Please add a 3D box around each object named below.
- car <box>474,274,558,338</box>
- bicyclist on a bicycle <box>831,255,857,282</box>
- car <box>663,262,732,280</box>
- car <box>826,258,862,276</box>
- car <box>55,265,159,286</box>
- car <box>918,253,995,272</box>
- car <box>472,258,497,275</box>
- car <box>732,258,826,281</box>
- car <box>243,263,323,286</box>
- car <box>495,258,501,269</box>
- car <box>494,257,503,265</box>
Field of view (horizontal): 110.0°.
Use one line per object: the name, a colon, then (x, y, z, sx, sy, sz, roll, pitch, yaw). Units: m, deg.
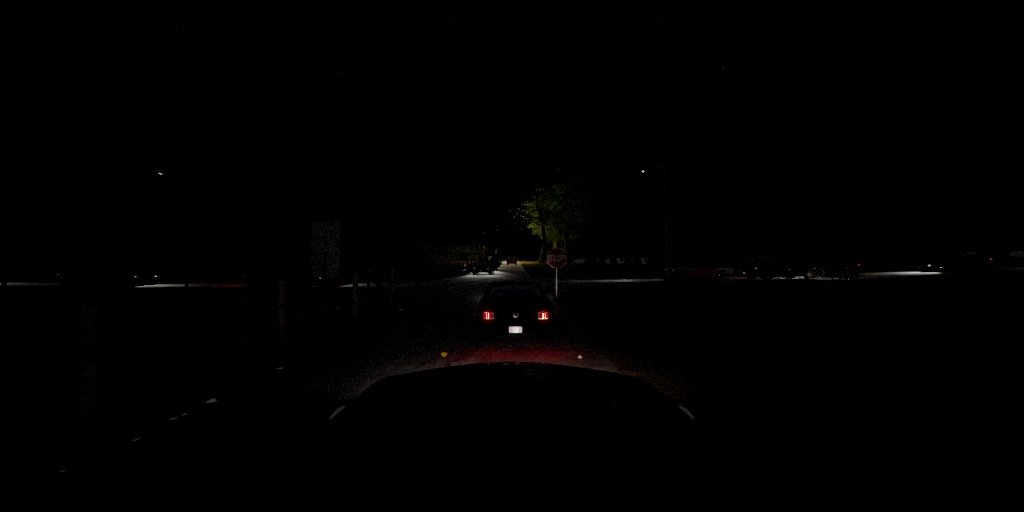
car: (0.082, 1.352, 10.187, 1.895, 1.301, 4.718, 0, 0, 0)
bicyclist on a bicycle: (19.855, 0.746, 21.505, 0.582, 1.620, 1.656, -1, -1, 0)
car: (14.194, 1.122, 27.459, 4.718, 1.301, 1.895, -1, -1, 0)
car: (24.083, 0.827, 27.506, 4.181, 1.385, 1.994, -2, -1, 0)
car: (-27.356, 1.281, 24.307, 5.357, 1.411, 2.033, 0, -1, 0)
car: (34.027, 0.477, 27.562, 4.181, 1.385, 1.994, -2, -1, -1)
car: (-3.028, 1.242, 38.198, 1.812, 1.442, 4.674, 0, 0, 2)
car: (18.153, 0.899, 24.532, 4.674, 1.442, 1.812, -1, -1, 0)
car: (-15.416, 1.252, 24.322, 4.892, 1.490, 1.837, 0, -1, 1)
car: (-2.929, 1.256, 48.960, 1.895, 1.301, 4.718, 0, 0, 0)
car: (-2.919, 1.119, 58.786, 2.033, 1.411, 5.357, 0, 1, 1)
